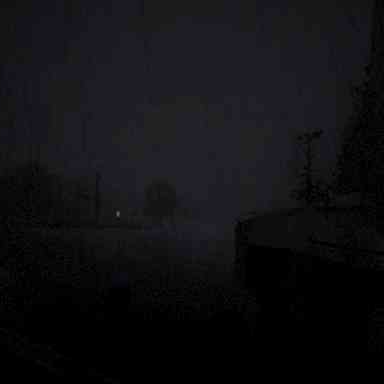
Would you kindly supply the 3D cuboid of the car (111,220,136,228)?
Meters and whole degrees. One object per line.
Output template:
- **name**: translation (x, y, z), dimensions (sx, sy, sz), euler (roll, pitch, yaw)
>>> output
- **car**: translation (-14.061, 6.563, 68.717), dimensions (4.674, 1.452, 2.002), euler (0, -5, 5)

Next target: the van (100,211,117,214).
- **van**: translation (-23.236, 7.290, 92.500), dimensions (1.878, 1.987, 4.442), euler (0, 1, 10)

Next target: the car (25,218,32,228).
- **car**: translation (-24.135, 4.310, 46.846), dimensions (4.674, 1.452, 2.002), euler (0, -6, 5)

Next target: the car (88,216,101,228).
- **car**: translation (-19.084, 5.398, 57.785), dimensions (4.892, 1.521, 2.231), euler (0, -5, 5)

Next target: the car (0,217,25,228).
- **car**: translation (-25.381, 4.027, 44.100), dimensions (4.674, 1.452, 2.002), euler (0, -5, 5)

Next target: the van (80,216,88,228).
- **van**: translation (-20.231, 4.892, 55.073), dimensions (4.442, 1.987, 1.878), euler (0, -6, 5)

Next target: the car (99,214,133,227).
- **car**: translation (-15.337, 5.991, 66.008), dimensions (5.566, 2.045, 2.435), euler (0, -5, 5)

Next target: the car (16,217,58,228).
- **car**: translation (-23.057, 4.548, 49.598), dimensions (5.366, 1.575, 1.946), euler (0, -5, 5)

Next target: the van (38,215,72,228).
- **van**: translation (-21.491, 4.610, 52.334), dimensions (4.442, 1.987, 1.878), euler (0, -6, 5)

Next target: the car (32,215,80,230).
- **car**: translation (-16.674, 3.928, 41.158), dimensions (1.882, 1.535, 5.008), euler (-1, -6, 23)

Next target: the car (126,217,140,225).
- **car**: translation (-15.543, 7.691, 87.716), dimensions (2.163, 1.488, 4.792), euler (1, 1, 9)
